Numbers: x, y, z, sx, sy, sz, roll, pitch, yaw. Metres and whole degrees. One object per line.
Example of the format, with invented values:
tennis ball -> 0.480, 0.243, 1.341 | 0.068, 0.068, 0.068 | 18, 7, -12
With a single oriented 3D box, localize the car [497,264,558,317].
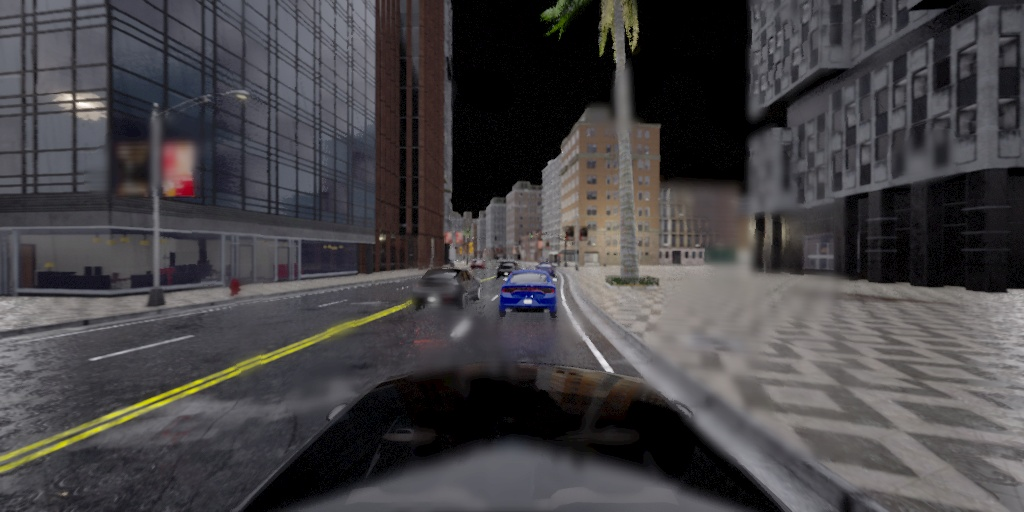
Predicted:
car -> 0.676, 1.244, 13.414 | 1.882, 1.535, 5.008 | 0, 0, 4

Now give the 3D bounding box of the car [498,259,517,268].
car -> -0.238, 1.291, 33.170 | 1.837, 1.490, 4.892 | 0, 0, 7

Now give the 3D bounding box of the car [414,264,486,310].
car -> -2.482, 1.264, 14.689 | 1.837, 1.490, 4.892 | 0, 0, 5

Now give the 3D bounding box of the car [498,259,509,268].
car -> -1.480, 1.325, 62.961 | 1.837, 1.490, 4.892 | 0, -1, 0

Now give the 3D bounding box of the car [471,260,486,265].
car -> -5.115, 1.275, 54.299 | 1.882, 1.535, 5.008 | 0, 0, 3

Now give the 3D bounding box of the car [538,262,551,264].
car -> 3.113, 1.324, 33.982 | 1.812, 1.442, 4.674 | 0, 0, 7
